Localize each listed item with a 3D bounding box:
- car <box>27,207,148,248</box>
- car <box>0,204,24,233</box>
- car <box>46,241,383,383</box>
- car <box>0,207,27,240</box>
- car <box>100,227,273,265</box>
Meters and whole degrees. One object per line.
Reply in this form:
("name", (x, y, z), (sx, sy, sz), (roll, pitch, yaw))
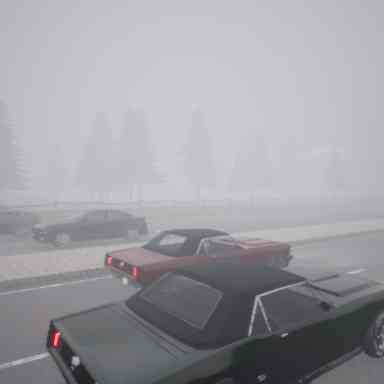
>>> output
("car", (-4.412, 1.466, 14.971), (5.008, 1.535, 1.882), (0, 0, -36))
("car", (-12.065, 1.490, 18.110), (4.902, 1.511, 2.128), (0, 0, -36))
("car", (0.812, 1.594, 4.325), (4.718, 1.301, 1.895), (0, 0, -36))
("car", (-9.607, 1.489, 15.564), (4.902, 1.511, 2.128), (0, 0, -36))
("car", (0.385, 1.589, 8.321), (4.718, 1.301, 1.895), (0, 0, -36))
